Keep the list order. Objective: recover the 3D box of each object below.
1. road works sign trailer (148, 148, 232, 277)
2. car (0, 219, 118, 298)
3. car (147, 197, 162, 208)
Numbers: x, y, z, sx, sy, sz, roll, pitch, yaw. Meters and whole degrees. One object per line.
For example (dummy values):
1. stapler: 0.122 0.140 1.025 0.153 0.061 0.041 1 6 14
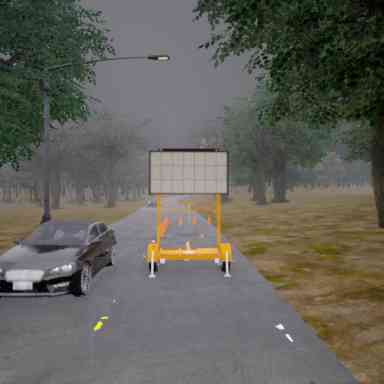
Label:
1. road works sign trailer: -0.099 0.474 10.234 2.380 3.560 2.880 0 0 -2
2. car: -3.227 1.498 8.692 2.128 1.511 4.902 0 0 -1
3. car: -5.732 1.489 50.952 2.097 1.767 4.553 0 0 -5
